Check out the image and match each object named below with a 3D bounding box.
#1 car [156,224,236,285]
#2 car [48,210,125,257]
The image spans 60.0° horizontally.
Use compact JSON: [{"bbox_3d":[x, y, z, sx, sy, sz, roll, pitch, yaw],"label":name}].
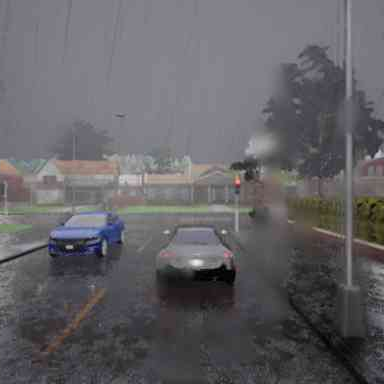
[{"bbox_3d":[0.101,1.602,9.660,1.994,1.385,4.181,0,0,0],"label":"car"},{"bbox_3d":[-3.997,1.530,13.351,1.882,1.535,5.008,0,0,0],"label":"car"}]
